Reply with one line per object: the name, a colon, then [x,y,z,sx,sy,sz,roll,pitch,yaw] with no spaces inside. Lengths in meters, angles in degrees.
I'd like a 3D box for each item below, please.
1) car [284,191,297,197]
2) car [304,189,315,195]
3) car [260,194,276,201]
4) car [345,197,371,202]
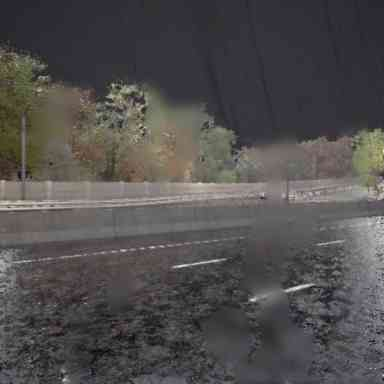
car: [22.493,0.567,75.654,2.128,1.511,4.902,0,1,32]
car: [31.321,-0.105,88.559,1.837,1.490,4.892,0,3,36]
car: [14.240,0.980,62.386,1.895,1.301,4.718,0,1,31]
car: [26.456,1.551,52.879,5.357,1.411,2.033,0,0,-35]
